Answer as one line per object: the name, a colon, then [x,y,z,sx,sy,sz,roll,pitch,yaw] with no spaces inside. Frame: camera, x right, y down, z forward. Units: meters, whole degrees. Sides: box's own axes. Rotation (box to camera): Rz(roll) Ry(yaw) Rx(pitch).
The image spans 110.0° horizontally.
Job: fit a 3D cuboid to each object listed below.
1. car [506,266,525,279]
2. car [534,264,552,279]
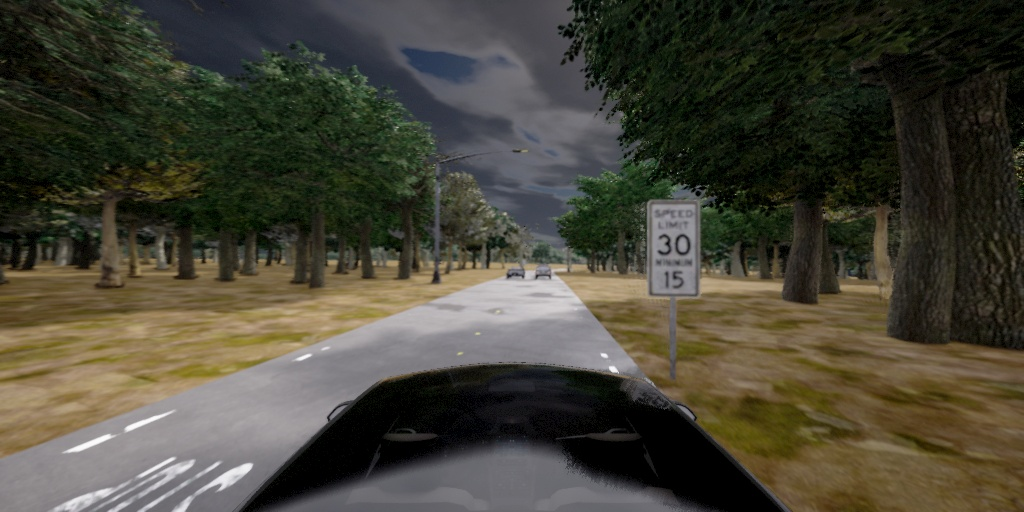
car: [0.503,1.881,41.375,1.994,1.385,4.181,0,-1,5]
car: [3.561,1.883,40.978,2.033,1.411,5.357,0,-1,5]
